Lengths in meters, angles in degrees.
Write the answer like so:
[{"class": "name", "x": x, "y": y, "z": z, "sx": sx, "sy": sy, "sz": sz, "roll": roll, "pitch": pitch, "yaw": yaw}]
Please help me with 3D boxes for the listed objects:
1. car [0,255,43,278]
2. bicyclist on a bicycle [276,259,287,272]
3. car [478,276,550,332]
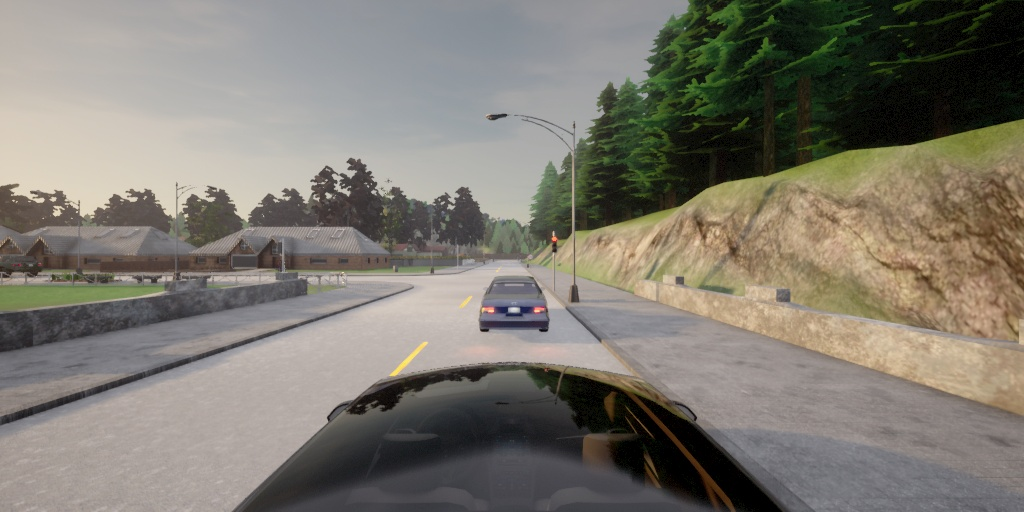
[{"class": "car", "x": -47.379, "y": 0.971, "z": 33.336, "sx": 5.566, "sy": 2.045, "sz": 2.150, "roll": 0, "pitch": 0, "yaw": 1}, {"class": "bicyclist on a bicycle", "x": -24.167, "y": 1.099, "z": 37.589, "sx": 0.582, "sy": 1.620, "sz": 1.656, "roll": 0, "pitch": 0, "yaw": 0}, {"class": "car", "x": 0.062, "y": 1.297, "z": 10.811, "sx": 2.033, "sy": 1.411, "sz": 5.357, "roll": 0, "pitch": 0, "yaw": 0}]
